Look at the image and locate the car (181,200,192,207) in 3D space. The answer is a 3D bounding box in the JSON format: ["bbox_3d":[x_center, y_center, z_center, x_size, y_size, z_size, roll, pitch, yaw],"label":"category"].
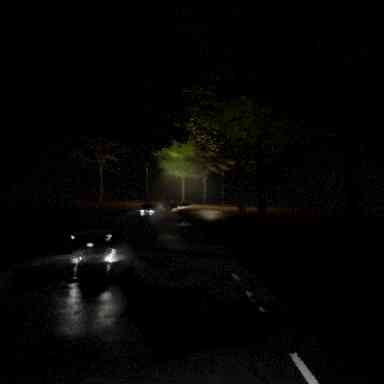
[{"bbox_3d":[-1.378,2.557,73.973,1.837,1.490,4.892,0,-1,16],"label":"car"}]

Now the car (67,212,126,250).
[{"bbox_3d":[-4.079,1.620,15.075,2.033,1.411,5.357,0,-1,-6],"label":"car"}]

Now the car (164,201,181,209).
[{"bbox_3d":[-3.699,2.341,59.326,1.994,1.385,4.181,0,-1,6],"label":"car"}]

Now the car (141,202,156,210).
[{"bbox_3d":[-7.241,2.311,55.598,1.895,1.301,4.718,0,-1,3],"label":"car"}]

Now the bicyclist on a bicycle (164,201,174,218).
[{"bbox_3d":[-2.199,1.731,32.970,0.866,1.612,1.509,-2,1,-7],"label":"bicyclist on a bicycle"}]

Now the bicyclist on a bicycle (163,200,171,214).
[{"bbox_3d":[-3.179,1.901,42.436,0.866,1.612,1.509,-2,0,-5],"label":"bicyclist on a bicycle"}]
